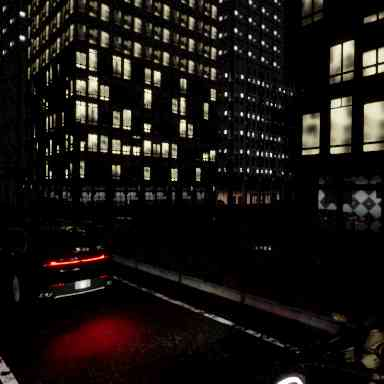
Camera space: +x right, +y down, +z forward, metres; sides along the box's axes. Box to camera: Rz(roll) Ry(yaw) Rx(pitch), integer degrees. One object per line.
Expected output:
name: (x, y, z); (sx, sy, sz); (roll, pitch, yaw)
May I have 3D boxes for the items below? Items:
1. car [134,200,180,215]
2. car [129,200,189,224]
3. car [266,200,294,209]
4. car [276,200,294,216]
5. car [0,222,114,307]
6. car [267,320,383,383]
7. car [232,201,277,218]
car: (-3.800, 1.648, 36.449); (4.829, 1.417, 1.752); (1, 0, -40)
car: (-2.559, 1.524, 26.520); (5.009, 1.841, 2.192); (1, 0, -40)
car: (13.547, 1.882, 51.124); (4.313, 1.339, 1.947); (1, 0, -40)
car: (10.356, 1.936, 37.449); (4.206, 1.307, 1.802); (1, 0, -40)
car: (-3.662, 1.501, 8.124); (1.837, 1.490, 4.892); (0, 0, -41)
car: (2.420, 1.352, 1.331); (2.097, 1.767, 4.553); (0, 0, -41)
car: (6.180, 1.833, 33.915); (4.829, 1.417, 1.752); (1, 0, -40)
